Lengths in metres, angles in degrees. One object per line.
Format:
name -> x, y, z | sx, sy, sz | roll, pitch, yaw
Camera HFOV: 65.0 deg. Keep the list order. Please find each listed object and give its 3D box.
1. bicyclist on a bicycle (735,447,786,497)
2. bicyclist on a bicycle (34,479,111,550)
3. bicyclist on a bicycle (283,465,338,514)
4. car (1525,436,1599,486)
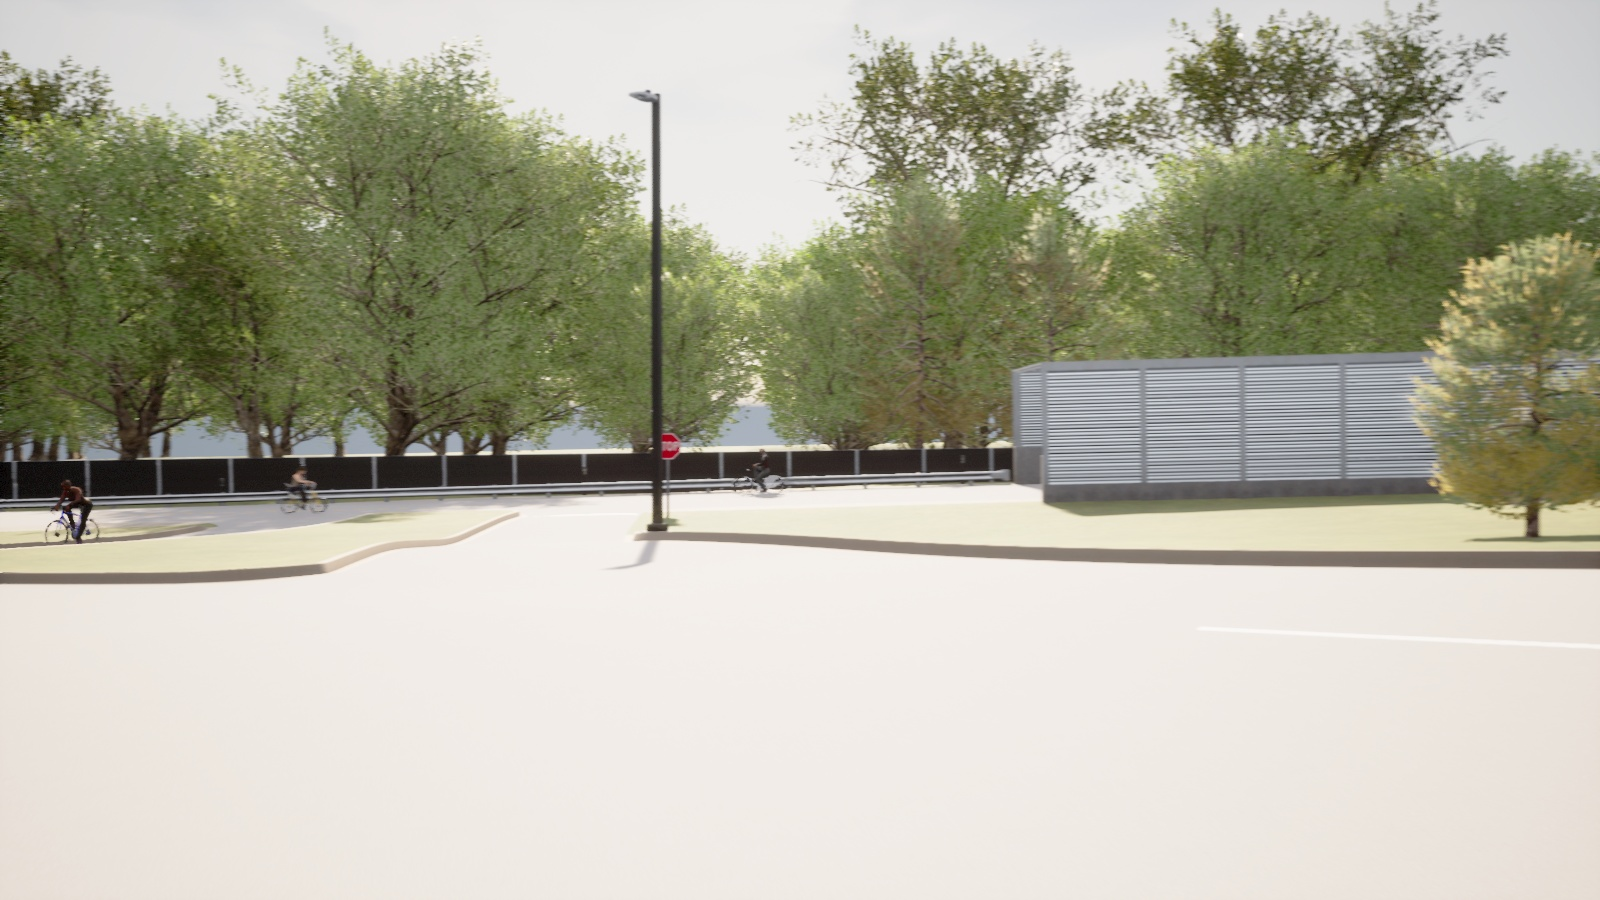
bicyclist on a bicycle -> -1.448, 0.820, 46.351 | 1.843, 1.776, 0.659 | -1, 2, -2
bicyclist on a bicycle -> -17.352, 1.510, 30.003 | 0.582, 1.620, 1.656 | -2, -1, 13
bicyclist on a bicycle -> -16.442, 1.324, 42.184 | 1.509, 1.612, 0.866 | -1, -1, -3
car -> 27.231, 0.343, 42.233 | 4.514, 1.525, 2.007 | -1, 2, 2
